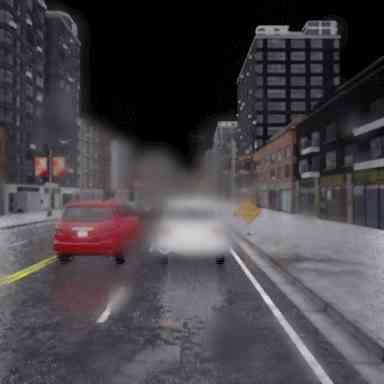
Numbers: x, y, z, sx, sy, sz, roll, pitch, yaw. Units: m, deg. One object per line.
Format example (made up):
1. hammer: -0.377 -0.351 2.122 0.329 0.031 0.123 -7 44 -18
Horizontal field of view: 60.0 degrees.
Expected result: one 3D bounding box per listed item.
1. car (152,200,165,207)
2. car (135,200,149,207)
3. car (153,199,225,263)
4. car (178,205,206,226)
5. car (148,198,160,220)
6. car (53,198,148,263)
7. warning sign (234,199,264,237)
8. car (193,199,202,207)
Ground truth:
1. car: -6.533 2.259 65.340 1.994 1.385 4.181 0 -1 0
2. car: -9.777 2.258 65.324 1.994 1.385 4.181 0 -1 0
3. car: 0.010 1.353 12.584 2.150 2.045 5.566 0 0 0
4. car: 0.008 1.835 27.540 2.033 1.411 5.357 0 -1 0
5. car: -3.244 1.512 27.565 2.150 2.045 5.566 0 0 0
6. car: -3.240 1.353 12.580 2.150 2.045 5.566 0 0 0
7. warning sign: 2.849 1.287 16.725 1.300 1.860 1.060 0 0 0
8. car: 1.123 2.169 66.911 1.801 1.575 5.366 0 -1 0
